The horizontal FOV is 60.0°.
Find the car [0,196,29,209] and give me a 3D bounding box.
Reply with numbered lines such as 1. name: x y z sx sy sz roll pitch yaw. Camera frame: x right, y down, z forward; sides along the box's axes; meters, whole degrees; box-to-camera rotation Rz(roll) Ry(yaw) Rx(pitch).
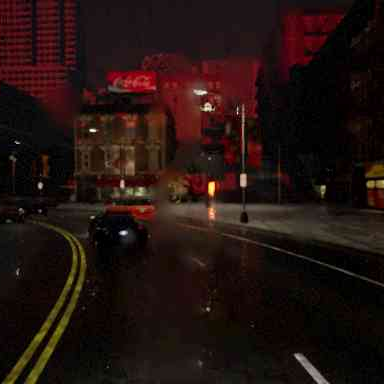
1. car: -23.101 1.266 41.925 4.674 1.452 2.002 0 1 23

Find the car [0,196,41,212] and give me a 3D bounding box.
1. car: -18.885 1.268 36.132 4.902 1.511 2.128 0 0 32

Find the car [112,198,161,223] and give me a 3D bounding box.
1. car: -4.246 1.179 22.642 2.097 1.767 4.553 -1 1 -33

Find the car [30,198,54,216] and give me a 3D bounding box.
1. car: -14.024 1.346 28.426 4.674 1.442 1.812 0 0 41

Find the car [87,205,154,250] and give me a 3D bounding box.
1. car: -3.255 1.459 14.035 1.994 1.385 4.181 0 0 -22

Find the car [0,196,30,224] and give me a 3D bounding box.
1. car: -12.900 1.221 22.401 2.097 1.767 4.553 -1 1 -43
